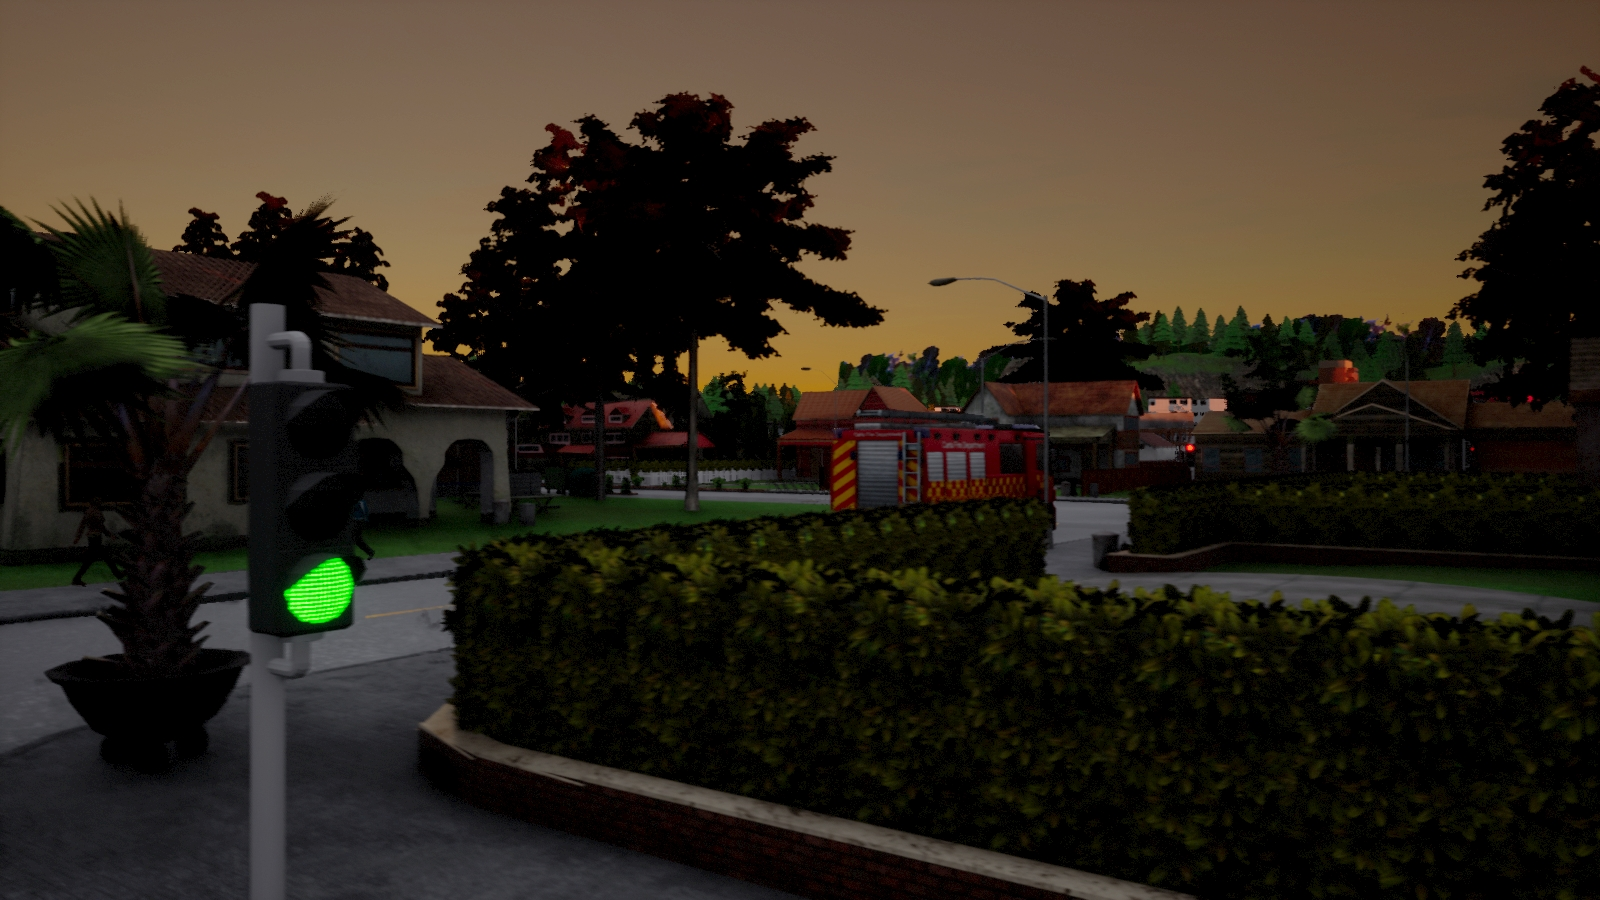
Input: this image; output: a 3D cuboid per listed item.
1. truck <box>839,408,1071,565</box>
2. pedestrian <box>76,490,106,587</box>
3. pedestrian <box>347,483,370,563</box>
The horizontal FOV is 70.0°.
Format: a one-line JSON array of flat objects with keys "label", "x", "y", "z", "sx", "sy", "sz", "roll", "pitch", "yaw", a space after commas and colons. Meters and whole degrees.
[{"label": "truck", "x": 4.618, "y": 0.889, "z": 32.047, "sx": 2.891, "sy": 3.827, "sz": 8.468, "roll": 0, "pitch": 0, "yaw": 35}, {"label": "pedestrian", "x": -13.953, "y": 1.733, "z": 22.491, "sx": 0.375, "sy": 1.860, "sz": 0.375, "roll": 0, "pitch": 0, "yaw": 35}, {"label": "pedestrian", "x": -10.533, "y": 1.734, "z": 27.266, "sx": 0.375, "sy": 1.860, "sz": 0.375, "roll": 0, "pitch": 0, "yaw": 35}]
